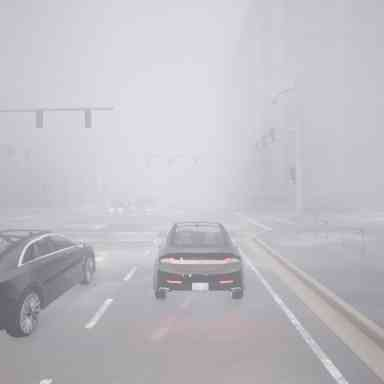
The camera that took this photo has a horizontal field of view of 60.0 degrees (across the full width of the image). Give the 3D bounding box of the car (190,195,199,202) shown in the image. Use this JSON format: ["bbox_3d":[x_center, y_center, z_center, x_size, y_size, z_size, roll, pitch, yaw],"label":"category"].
[{"bbox_3d":[0.546,1.593,76.334,1.895,1.301,4.718,0,0,0],"label":"car"}]

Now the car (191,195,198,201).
[{"bbox_3d":[0.611,1.461,85.379,1.882,1.535,5.008,0,0,0],"label":"car"}]

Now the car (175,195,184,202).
[{"bbox_3d":[-2.959,1.497,75.701,1.837,1.490,4.892,0,0,0],"label":"car"}]

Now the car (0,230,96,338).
[{"bbox_3d":[-3.398,1.492,6.607,2.128,1.511,4.902,0,0,1],"label":"car"}]

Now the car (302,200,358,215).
[{"bbox_3d":[13.447,1.492,32.892,5.357,1.411,2.033,0,0,0],"label":"car"}]

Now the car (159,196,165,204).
[{"bbox_3d":[-6.648,1.491,59.606,2.128,1.511,4.902,0,0,1],"label":"car"}]

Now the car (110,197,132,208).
[{"bbox_3d":[-10.262,1.564,47.074,1.994,1.385,4.181,0,0,0],"label":"car"}]

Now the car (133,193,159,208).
[{"bbox_3d":[-6.735,1.221,49.393,2.150,2.045,5.566,0,0,2],"label":"car"}]

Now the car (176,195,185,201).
[{"bbox_3d":[-2.889,1.523,85.404,2.033,1.411,5.357,0,0,0],"label":"car"}]

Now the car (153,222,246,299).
[{"bbox_3d":[0.136,1.492,8.426,2.128,1.511,4.902,0,0,0],"label":"car"}]
